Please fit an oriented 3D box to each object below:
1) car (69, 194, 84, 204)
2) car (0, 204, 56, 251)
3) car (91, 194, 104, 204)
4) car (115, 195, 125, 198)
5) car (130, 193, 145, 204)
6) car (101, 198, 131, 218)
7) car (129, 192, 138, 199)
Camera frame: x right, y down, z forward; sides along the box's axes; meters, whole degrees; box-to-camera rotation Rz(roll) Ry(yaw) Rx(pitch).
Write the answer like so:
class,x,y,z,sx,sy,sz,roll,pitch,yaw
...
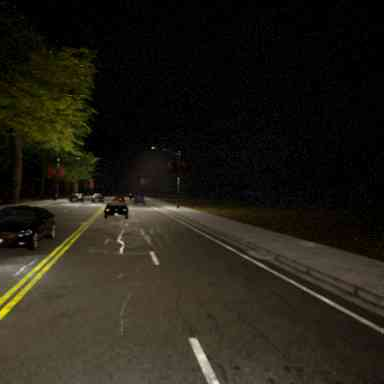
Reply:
class,x,y,z,sx,sy,sz,roll,pitch,yaw
car,-18.338,1.012,52.956,2.128,1.511,4.902,2,0,-11
car,-6.736,1.282,13.174,1.882,1.535,5.008,2,0,-12
car,-15.159,1.108,53.624,2.128,1.511,4.902,2,0,-11
car,-12.551,1.270,57.764,1.994,1.385,4.181,2,0,-12
car,-9.030,1.353,56.804,2.033,1.411,5.357,2,0,-12
car,-6.308,1.431,27.940,1.895,1.301,4.718,2,0,-12
car,-13.834,0.972,79.312,2.150,2.045,5.566,2,0,-12
